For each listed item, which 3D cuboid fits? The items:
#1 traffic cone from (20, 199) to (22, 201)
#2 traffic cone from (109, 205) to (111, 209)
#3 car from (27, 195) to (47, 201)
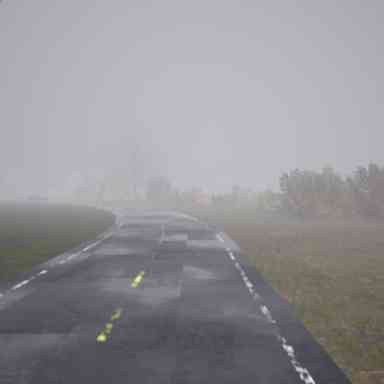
[{"bbox_3d":[-35.656,1.550,69.369,0.340,0.580,0.340,0,0,31],"label":"traffic cone"},{"bbox_3d":[-10.150,1.807,41.206,0.340,0.580,0.340,0,0,-25],"label":"traffic cone"},{"bbox_3d":[-32.381,1.234,69.640,4.718,1.301,1.895,0,0,33],"label":"car"}]
